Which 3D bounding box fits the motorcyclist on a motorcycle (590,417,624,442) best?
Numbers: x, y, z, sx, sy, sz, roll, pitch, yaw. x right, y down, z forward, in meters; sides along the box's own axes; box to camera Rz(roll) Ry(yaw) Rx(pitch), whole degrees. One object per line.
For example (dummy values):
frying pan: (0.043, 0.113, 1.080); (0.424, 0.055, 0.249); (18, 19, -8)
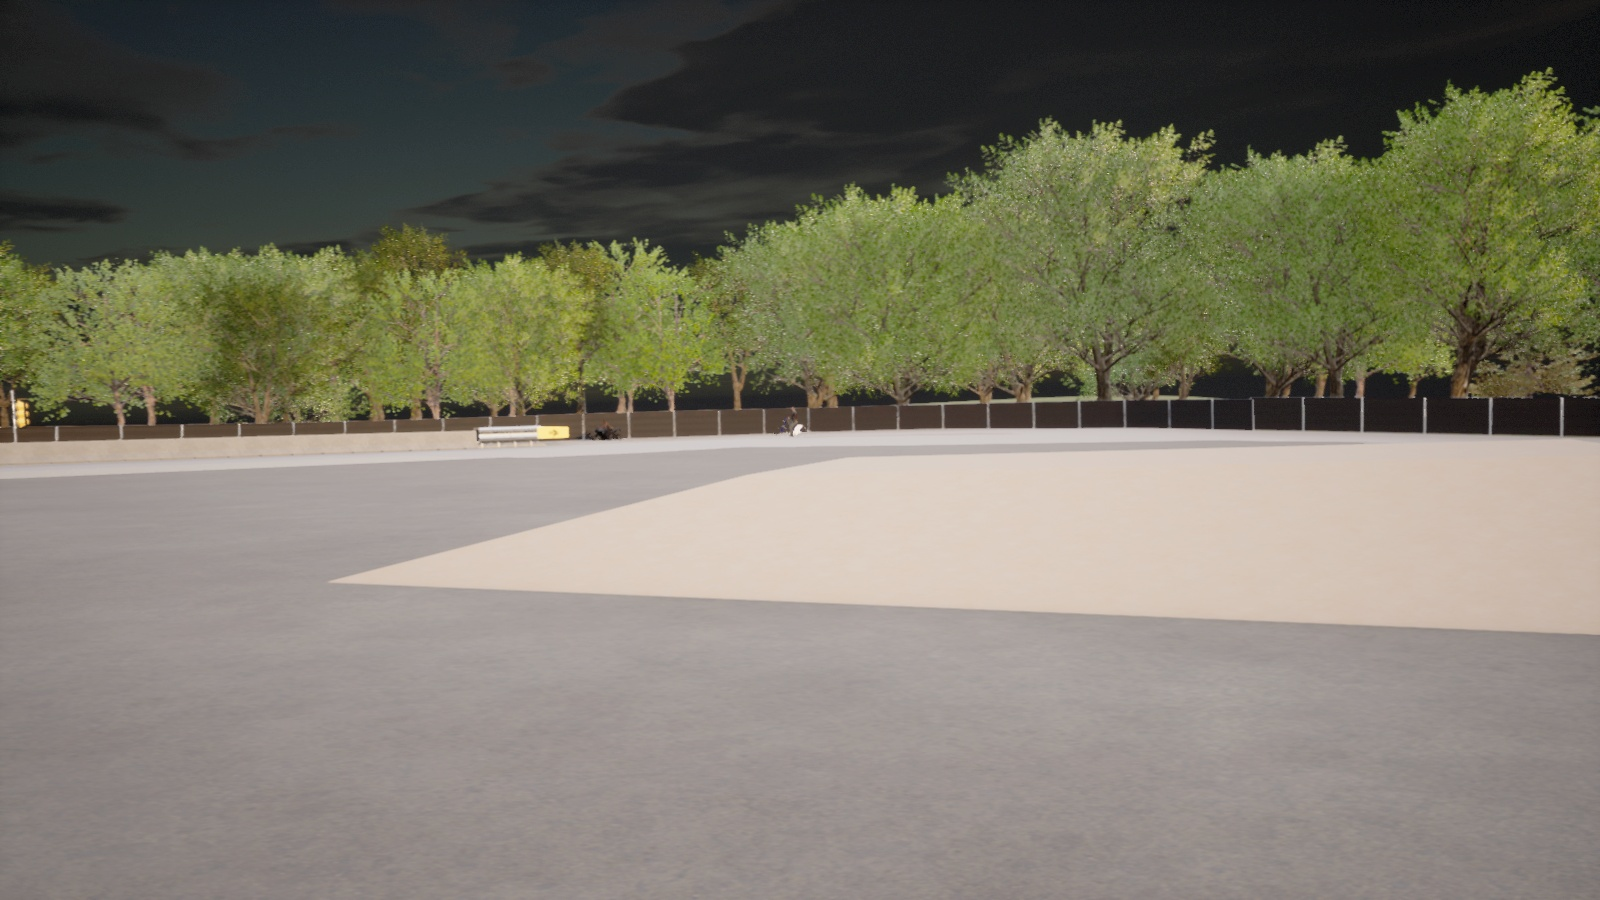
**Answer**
motorcyclist on a motorcycle: (-12.484, -1.319, 81.077); (2.044, 1.523, 0.797); (-2, 3, -18)
